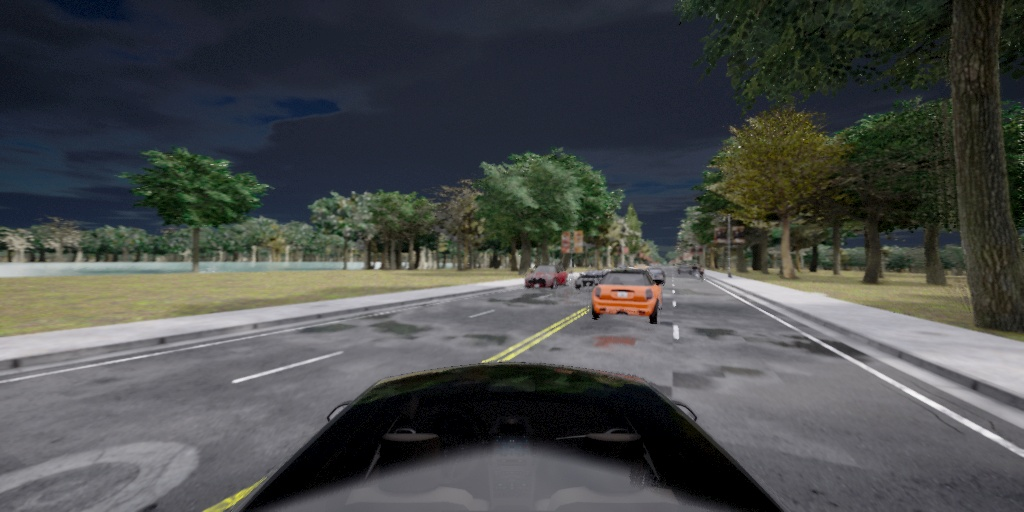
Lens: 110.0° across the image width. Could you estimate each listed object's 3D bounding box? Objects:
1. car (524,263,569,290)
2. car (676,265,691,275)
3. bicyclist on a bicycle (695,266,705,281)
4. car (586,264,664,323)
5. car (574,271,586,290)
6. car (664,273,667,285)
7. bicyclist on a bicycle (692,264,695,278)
[{"bbox_3d":[2.537,1.412,25.676,2.097,1.767,4.553,0,-1,24],"label":"car"},{"bbox_3d":[27.102,2.135,56.415,2.128,1.511,4.902,0,-1,24],"label":"car"},{"bbox_3d":[18.108,1.736,34.256,0.582,1.620,1.656,0,-1,24],"label":"bicyclist on a bicycle"},{"bbox_3d":[4.375,1.277,13.326,2.097,1.767,4.553,0,-1,24],"label":"car"},{"bbox_3d":[5.685,1.637,24.756,1.994,1.385,4.181,0,-1,24],"label":"car"},{"bbox_3d":[12.511,1.755,31.619,2.033,1.411,5.357,0,-1,24],"label":"car"},{"bbox_3d":[22.954,1.830,45.149,0.659,1.776,1.843,0,-1,24],"label":"bicyclist on a bicycle"}]
